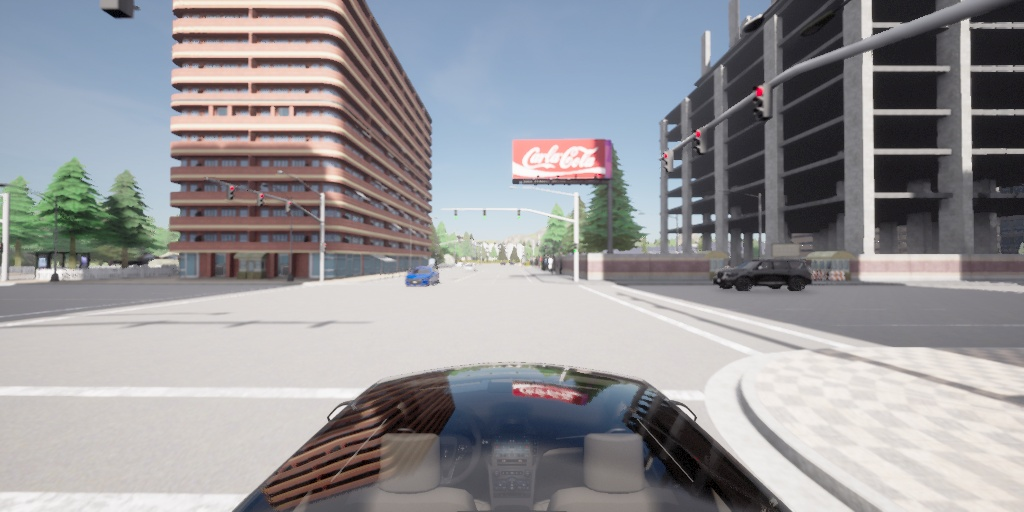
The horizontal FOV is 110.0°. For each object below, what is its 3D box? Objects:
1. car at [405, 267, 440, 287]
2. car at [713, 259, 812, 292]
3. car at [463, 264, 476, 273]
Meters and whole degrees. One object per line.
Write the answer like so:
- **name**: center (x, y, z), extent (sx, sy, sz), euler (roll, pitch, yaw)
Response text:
- **car**: center (-7.002, 1.607, 28.385), extent (1.882, 1.535, 5.008), euler (0, 0, 0)
- **car**: center (16.219, 1.239, 23.319), extent (5.566, 2.045, 2.150), euler (0, -1, 0)
- **car**: center (-7.011, 2.045, 59.731), extent (1.812, 1.442, 4.674), euler (0, 0, 0)
